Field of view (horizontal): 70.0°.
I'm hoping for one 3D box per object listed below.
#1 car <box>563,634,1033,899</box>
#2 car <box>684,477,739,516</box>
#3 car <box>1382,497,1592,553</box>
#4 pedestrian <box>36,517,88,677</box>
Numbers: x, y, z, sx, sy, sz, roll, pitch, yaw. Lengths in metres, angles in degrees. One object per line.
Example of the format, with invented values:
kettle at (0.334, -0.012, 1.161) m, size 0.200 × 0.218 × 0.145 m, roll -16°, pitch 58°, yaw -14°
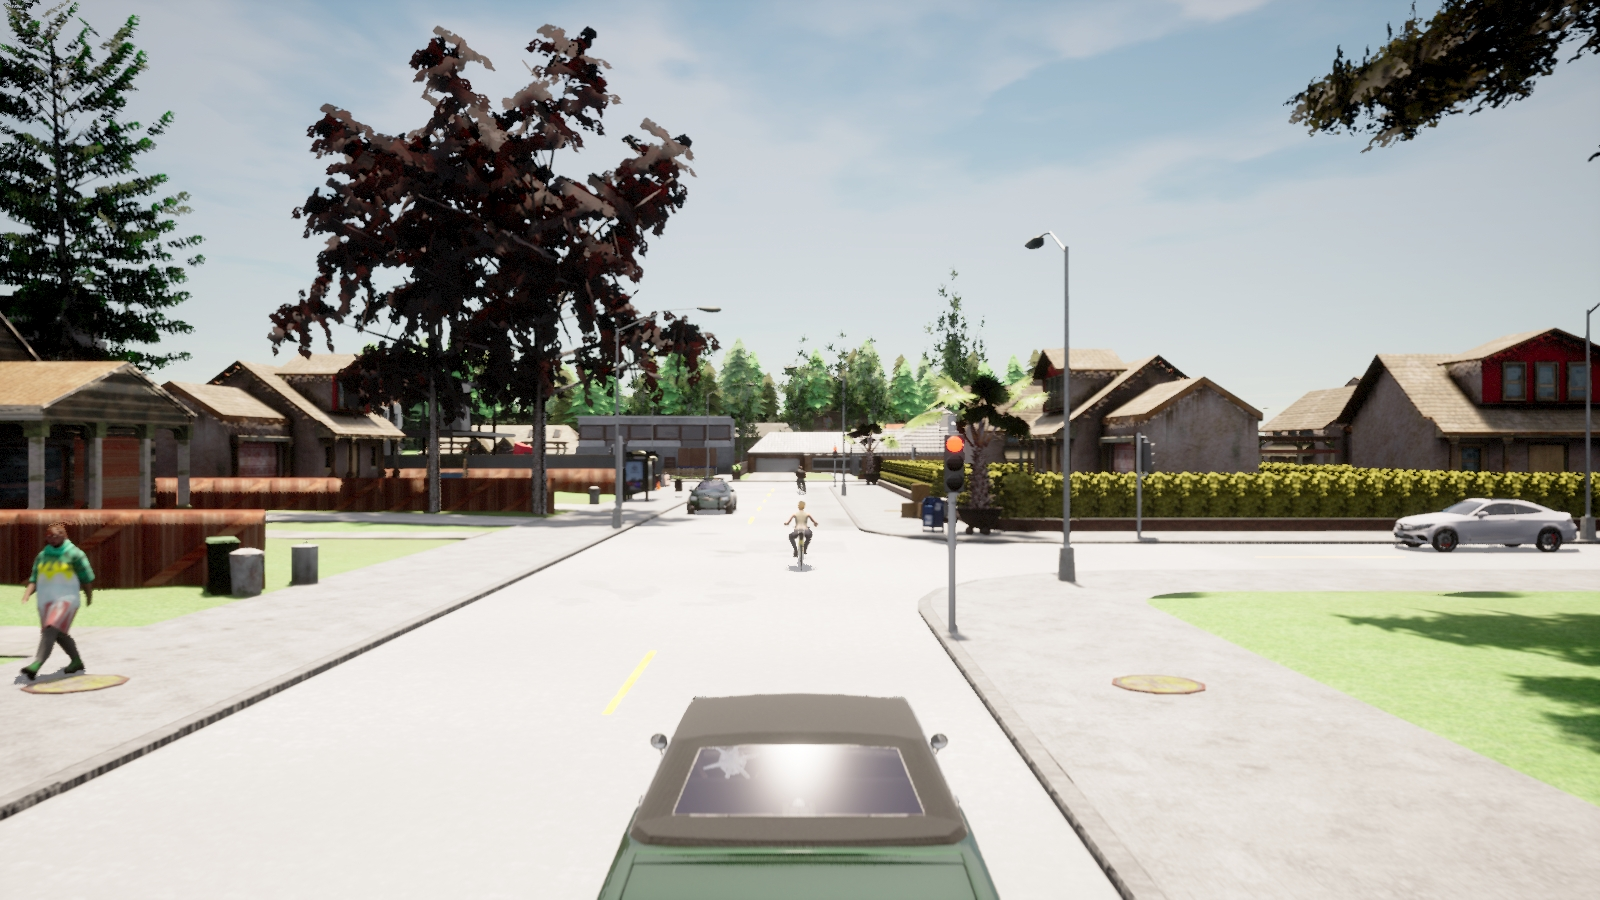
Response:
car at (-0.005, 2.155, 6.967) m, size 1.895 × 1.301 × 4.718 m, roll 0°, pitch 0°, yaw 0°
car at (-3.924, 2.038, 51.397) m, size 2.038 × 1.542 × 4.974 m, roll 0°, pitch 0°, yaw 0°
car at (19.178, 2.081, 32.055) m, size 4.674 × 1.442 × 2.002 m, roll 0°, pitch 0°, yaw 0°
pedestrian at (-8.803, 1.743, 13.636) m, size 0.375 × 1.860 × 0.375 m, roll 0°, pitch 0°, yaw 1°
